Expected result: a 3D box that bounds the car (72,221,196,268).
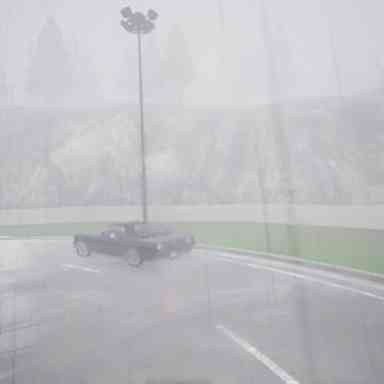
[{"bbox_3d":[-2.222,1.676,11.615,4.718,1.301,1.895,-2,0,41],"label":"car"}]
